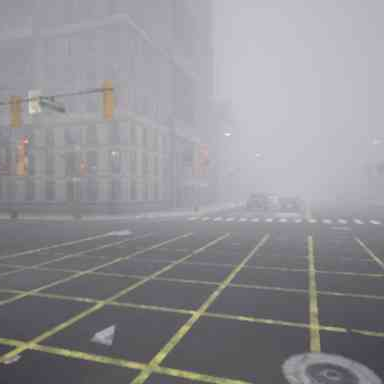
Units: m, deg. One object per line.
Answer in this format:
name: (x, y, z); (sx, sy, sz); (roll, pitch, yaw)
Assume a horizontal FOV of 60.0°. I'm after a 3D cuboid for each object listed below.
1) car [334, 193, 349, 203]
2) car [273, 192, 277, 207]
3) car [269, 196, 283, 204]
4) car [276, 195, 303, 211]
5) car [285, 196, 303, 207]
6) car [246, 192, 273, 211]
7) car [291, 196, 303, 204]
car: (25.219, 1.001, 56.208); (2.097, 1.767, 4.553); (0, 0, 20)
car: (11.111, 1.015, 47.986); (2.150, 2.045, 5.566); (0, 0, 20)
car: (14.595, 1.342, 57.668); (1.895, 1.301, 4.718); (0, 0, 20)
car: (10.926, 1.311, 37.007); (2.128, 1.511, 4.902); (0, 0, 19)
car: (14.257, 1.317, 46.407); (2.033, 1.411, 5.357); (0, 0, 20)
car: (7.702, 1.067, 38.409); (2.150, 2.045, 5.566); (0, 0, 19)
car: (17.753, 1.317, 56.104); (1.895, 1.301, 4.718); (0, 0, 20)
